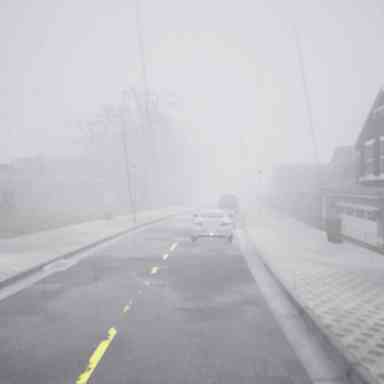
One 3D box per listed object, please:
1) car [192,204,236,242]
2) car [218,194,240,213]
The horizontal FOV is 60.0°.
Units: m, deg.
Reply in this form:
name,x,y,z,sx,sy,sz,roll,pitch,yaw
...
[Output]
name,x,y,z,sx,sy,sz,roll,pitch,yaw
car,1.048,1.537,16.415,1.812,1.442,4.674,0,0,6
car,4.251,1.298,38.067,2.150,2.045,5.566,0,0,10
